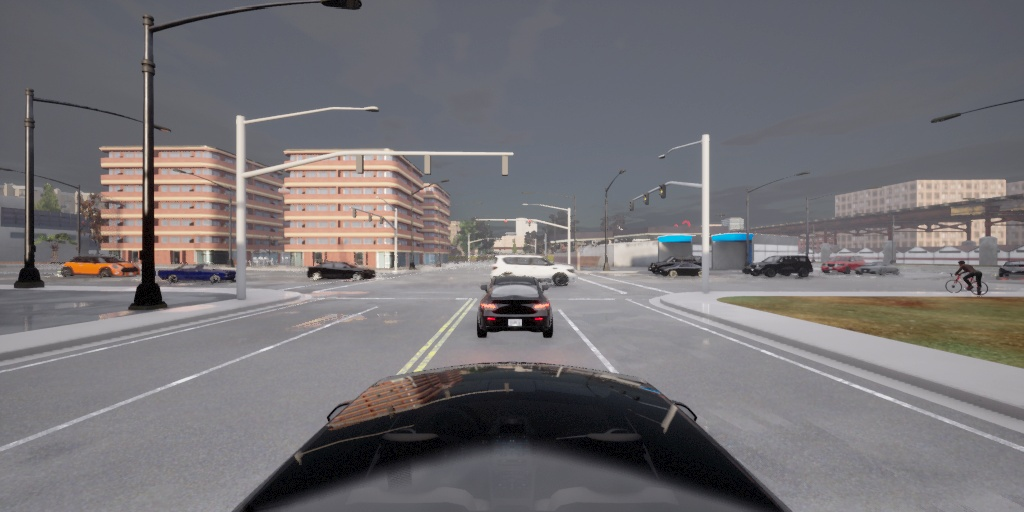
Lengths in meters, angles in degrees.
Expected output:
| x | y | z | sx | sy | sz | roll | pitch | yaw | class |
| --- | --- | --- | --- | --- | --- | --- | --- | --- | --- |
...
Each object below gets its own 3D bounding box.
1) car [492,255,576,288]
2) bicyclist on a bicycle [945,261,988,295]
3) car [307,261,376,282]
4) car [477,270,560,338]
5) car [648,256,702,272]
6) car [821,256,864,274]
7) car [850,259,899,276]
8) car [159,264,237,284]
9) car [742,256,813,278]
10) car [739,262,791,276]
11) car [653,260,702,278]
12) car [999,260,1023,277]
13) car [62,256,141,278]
| x | y | z | sx | sy | sz | roll | pitch | yaw | class |
| --- | --- | --- | --- | --- | --- | --- | --- | --- | --- |
| 1.375 | 0.955 | 23.630 | 5.566 | 2.045 | 2.150 | 0 | 1 | 3 | car |
| 21.913 | 1.050 | 17.313 | 0.582 | 1.620 | 1.656 | 0 | 0 | 0 | bicyclist on a bicycle |
| -13.224 | 1.170 | 27.897 | 5.008 | 1.535 | 1.882 | 0 | 0 | 1 | car |
| 0.075 | 1.276 | 10.079 | 1.812 | 1.442 | 4.674 | 0 | 0 | 0 | car |
| 17.194 | 0.971 | 37.399 | 5.566 | 2.045 | 2.150 | 0 | 0 | 1 | car |
| 37.506 | 0.969 | 40.465 | 5.566 | 2.045 | 2.150 | 0 | 0 | -24 | car |
| 37.398 | 1.314 | 36.743 | 4.181 | 1.385 | 1.994 | 0 | 0 | -21 | car |
| -21.049 | 1.219 | 24.560 | 4.718 | 1.301 | 1.895 | 1 | 0 | 2 | car |
| 25.458 | 0.971 | 34.094 | 5.566 | 2.045 | 2.150 | 0 | 0 | -5 | car |
| 26.594 | 1.314 | 37.752 | 4.181 | 1.385 | 1.994 | 0 | 0 | -8 | car |
| 16.105 | 1.314 | 33.965 | 4.181 | 1.385 | 1.994 | 0 | 0 | 0 | car |
| 47.797 | 1.241 | 33.834 | 4.902 | 1.511 | 2.128 | 0 | 0 | -30 | car |
| -32.231 | 0.801 | 28.270 | 4.553 | 1.767 | 2.097 | 1 | 0 | 1 | car |
